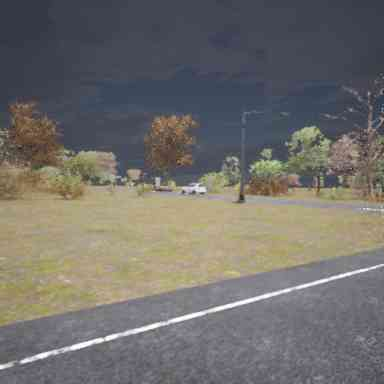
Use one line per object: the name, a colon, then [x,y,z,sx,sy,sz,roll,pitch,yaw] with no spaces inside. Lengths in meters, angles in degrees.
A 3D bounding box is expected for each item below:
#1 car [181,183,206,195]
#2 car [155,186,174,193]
car: [0.289,-0.519,59.861,2.150,2.045,5.566,0,2,-36]
car: [-5.791,-0.511,68.341,1.895,1.301,4.718,0,2,-36]
